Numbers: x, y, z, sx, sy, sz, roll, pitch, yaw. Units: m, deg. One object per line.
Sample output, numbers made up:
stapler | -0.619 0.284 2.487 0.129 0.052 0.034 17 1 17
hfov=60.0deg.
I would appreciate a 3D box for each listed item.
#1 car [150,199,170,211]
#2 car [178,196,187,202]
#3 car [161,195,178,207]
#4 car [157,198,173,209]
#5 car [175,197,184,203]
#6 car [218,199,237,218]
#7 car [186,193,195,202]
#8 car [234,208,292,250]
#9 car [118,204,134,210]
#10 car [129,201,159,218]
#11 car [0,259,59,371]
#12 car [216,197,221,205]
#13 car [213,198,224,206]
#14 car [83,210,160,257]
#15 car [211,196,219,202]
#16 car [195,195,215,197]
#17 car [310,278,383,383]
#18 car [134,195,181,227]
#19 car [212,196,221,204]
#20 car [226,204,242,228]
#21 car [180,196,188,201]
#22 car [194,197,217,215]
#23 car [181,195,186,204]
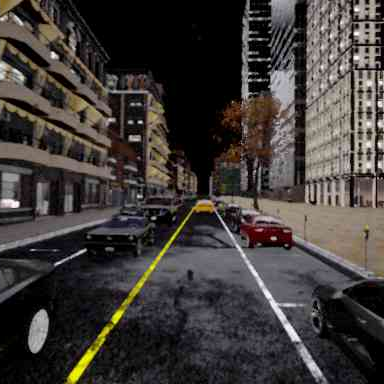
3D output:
car | -4.113 1.661 43.043 1.947 1.339 4.313 2 0 2
car | -2.410 1.853 87.567 1.947 1.339 4.313 2 0 2
car | -3.680 1.458 54.175 2.192 1.841 5.009 2 0 2
car | -3.906 1.644 48.438 1.752 1.417 4.829 2 0 2
car | -2.836 1.783 76.435 1.887 1.381 4.507 2 0 2
car | 3.834 1.716 31.590 2.008 1.369 4.403 2 0 2
car | -0.175 1.217 75.693 2.150 2.045 5.566 1 0 2
car | 3.196 1.643 14.892 1.887 1.381 4.507 2 0 2
car | -4.752 1.593 26.346 1.947 1.339 4.313 2 0 2
car | -4.539 1.601 31.912 2.008 1.369 4.403 2 0 2
car | -3.059 1.450 3.142 1.882 1.535 5.008 1 0 2
car | 4.268 1.737 42.891 1.752 1.417 4.829 2 0 2
car | 5.112 1.857 64.982 2.008 1.369 4.403 2 0 2
car | -2.671 1.612 13.291 1.895 1.301 4.718 1 0 2
car | 5.967 1.843 87.245 1.967 1.590 4.097 2 0 2
car | 1.851 1.547 47.784 2.097 1.767 4.553 1 0 2
car | 2.769 1.621 3.763 1.947 1.339 4.313 2 0 2
car | -2.264 1.273 23.525 2.150 2.045 5.566 1 0 2
car | 5.541 1.794 76.114 1.967 1.590 4.097 2 0 2
car | 3.409 1.671 20.458 2.008 1.369 4.403 2 0 2
car | -2.197 1.863 93.132 2.008 1.369 4.403 2 0 2
car | 1.426 1.628 36.813 1.882 1.535 5.008 1 0 2
car | -3.041 1.529 70.870 2.192 1.841 5.009 2 0 2
